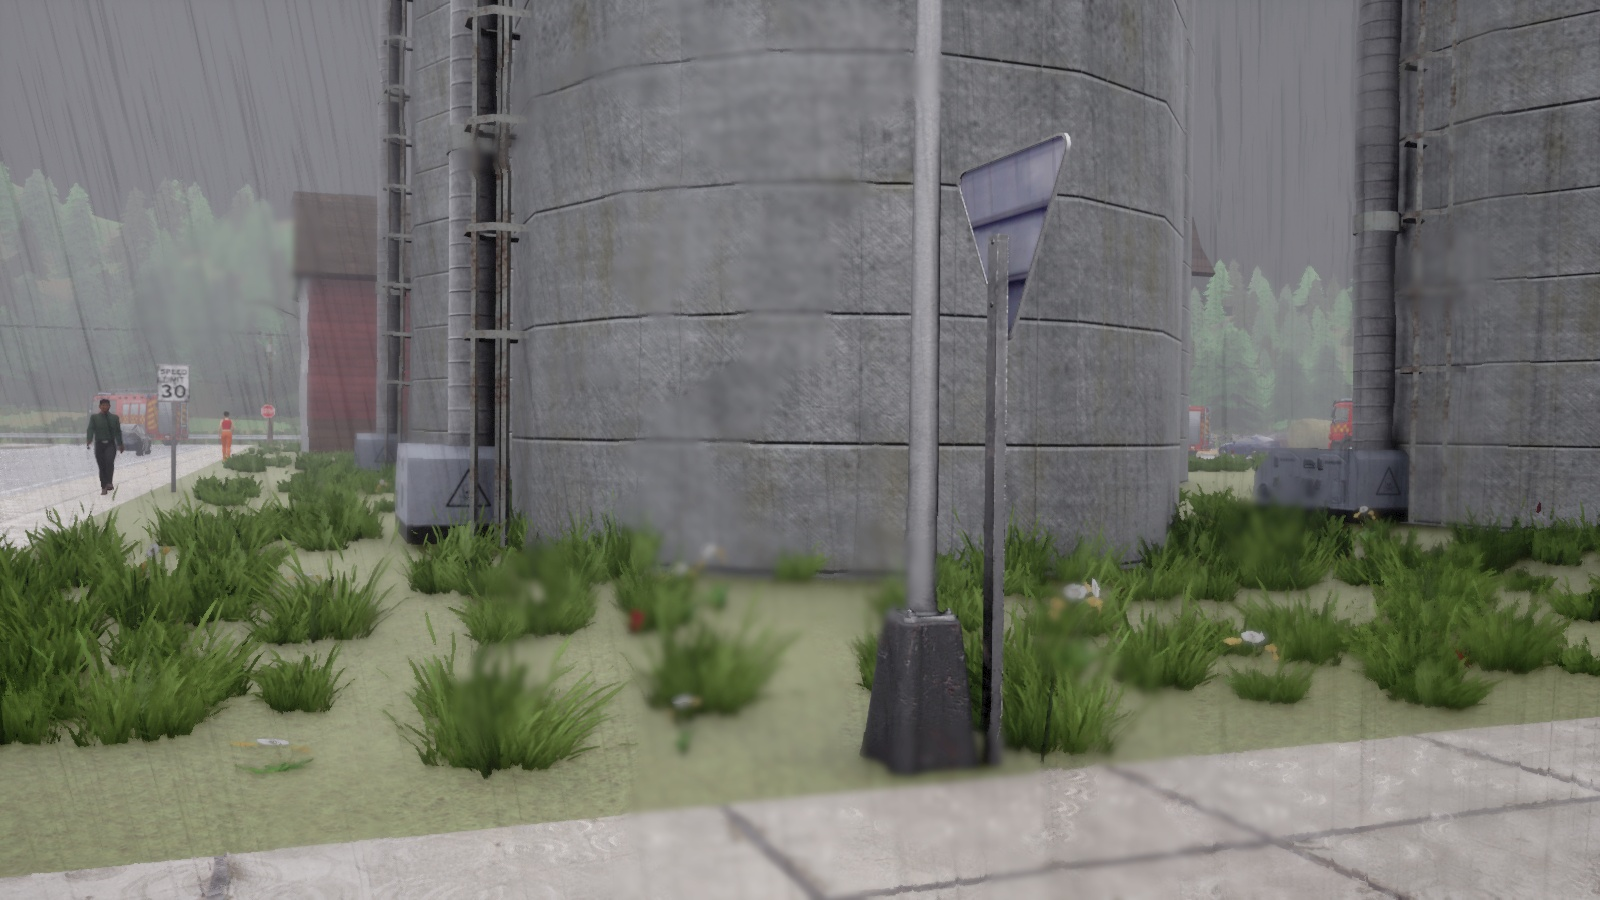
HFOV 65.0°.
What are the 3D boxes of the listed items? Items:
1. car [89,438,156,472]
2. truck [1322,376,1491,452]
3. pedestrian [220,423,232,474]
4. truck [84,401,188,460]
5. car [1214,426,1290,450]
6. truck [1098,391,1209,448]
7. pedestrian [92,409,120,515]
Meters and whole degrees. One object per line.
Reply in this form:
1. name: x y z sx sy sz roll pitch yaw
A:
1. car: -31.680 0.183 58.842 2.163 1.488 4.792 -1 1 -22
2. truck: 32.460 -1.860 67.723 2.891 3.827 8.468 0 1 -22
3. pedestrian: -20.791 -0.064 45.501 0.345 1.836 0.594 -1 1 -24
4. truck: -45.128 -1.268 85.269 8.468 3.827 2.891 0 1 37
5. car: 28.201 -0.784 78.468 1.812 1.442 4.674 -1 1 -21
6. truck: 24.537 -2.088 87.621 2.891 3.827 8.468 -1 1 -22
7. pedestrian: -13.021 0.211 23.568 0.423 1.949 0.788 -1 1 -29
